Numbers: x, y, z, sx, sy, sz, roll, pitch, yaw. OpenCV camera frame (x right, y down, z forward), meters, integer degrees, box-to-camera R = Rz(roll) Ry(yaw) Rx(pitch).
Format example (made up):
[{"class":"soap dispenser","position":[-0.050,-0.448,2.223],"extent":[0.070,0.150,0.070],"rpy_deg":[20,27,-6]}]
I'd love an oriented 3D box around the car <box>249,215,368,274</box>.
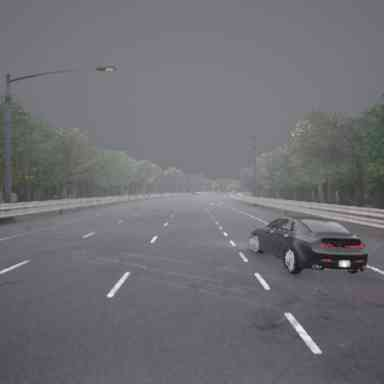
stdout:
[{"class":"car","position":[3.350,1.491,10.472],"extent":[1.837,1.490,4.892],"rpy_deg":[3,0,-9]}]
